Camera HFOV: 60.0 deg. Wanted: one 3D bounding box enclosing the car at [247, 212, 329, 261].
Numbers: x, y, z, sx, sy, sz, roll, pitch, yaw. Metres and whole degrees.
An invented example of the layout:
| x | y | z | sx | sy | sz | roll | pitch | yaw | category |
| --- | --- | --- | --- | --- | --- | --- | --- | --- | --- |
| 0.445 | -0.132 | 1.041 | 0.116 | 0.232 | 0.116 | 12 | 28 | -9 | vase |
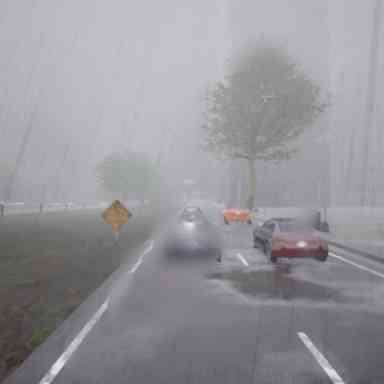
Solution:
| x | y | z | sx | sy | sz | roll | pitch | yaw | category |
| --- | --- | --- | --- | --- | --- | --- | --- | --- | --- |
| 3.549 | 1.666 | 12.694 | 1.994 | 1.385 | 4.181 | 0 | 0 | 0 | car |

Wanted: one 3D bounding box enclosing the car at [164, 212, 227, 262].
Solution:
| x | y | z | sx | sy | sz | roll | pitch | yaw | category |
| --- | --- | --- | --- | --- | --- | --- | --- | --- | --- |
| 0.047 | 1.665 | 12.616 | 1.994 | 1.385 | 4.181 | 0 | 0 | 1 | car |

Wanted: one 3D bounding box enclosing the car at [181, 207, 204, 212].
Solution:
| x | y | z | sx | sy | sz | roll | pitch | yaw | category |
| --- | --- | --- | --- | --- | --- | --- | --- | --- | --- |
| 0.051 | 1.899 | 27.731 | 1.994 | 1.385 | 4.181 | 0 | -1 | 1 | car |

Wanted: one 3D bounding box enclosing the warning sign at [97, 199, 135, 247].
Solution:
| x | y | z | sx | sy | sz | roll | pitch | yaw | category |
| --- | --- | --- | --- | --- | --- | --- | --- | --- | --- |
| -3.048 | 1.224 | 13.493 | 1.300 | 1.860 | 1.060 | 0 | -1 | 0 | warning sign |

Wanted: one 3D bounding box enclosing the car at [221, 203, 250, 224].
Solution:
| x | y | z | sx | sy | sz | roll | pitch | yaw | category |
| --- | --- | --- | --- | --- | --- | --- | --- | --- | --- |
| 3.550 | 1.681 | 27.519 | 2.097 | 1.767 | 4.553 | 0 | -1 | 1 | car |
